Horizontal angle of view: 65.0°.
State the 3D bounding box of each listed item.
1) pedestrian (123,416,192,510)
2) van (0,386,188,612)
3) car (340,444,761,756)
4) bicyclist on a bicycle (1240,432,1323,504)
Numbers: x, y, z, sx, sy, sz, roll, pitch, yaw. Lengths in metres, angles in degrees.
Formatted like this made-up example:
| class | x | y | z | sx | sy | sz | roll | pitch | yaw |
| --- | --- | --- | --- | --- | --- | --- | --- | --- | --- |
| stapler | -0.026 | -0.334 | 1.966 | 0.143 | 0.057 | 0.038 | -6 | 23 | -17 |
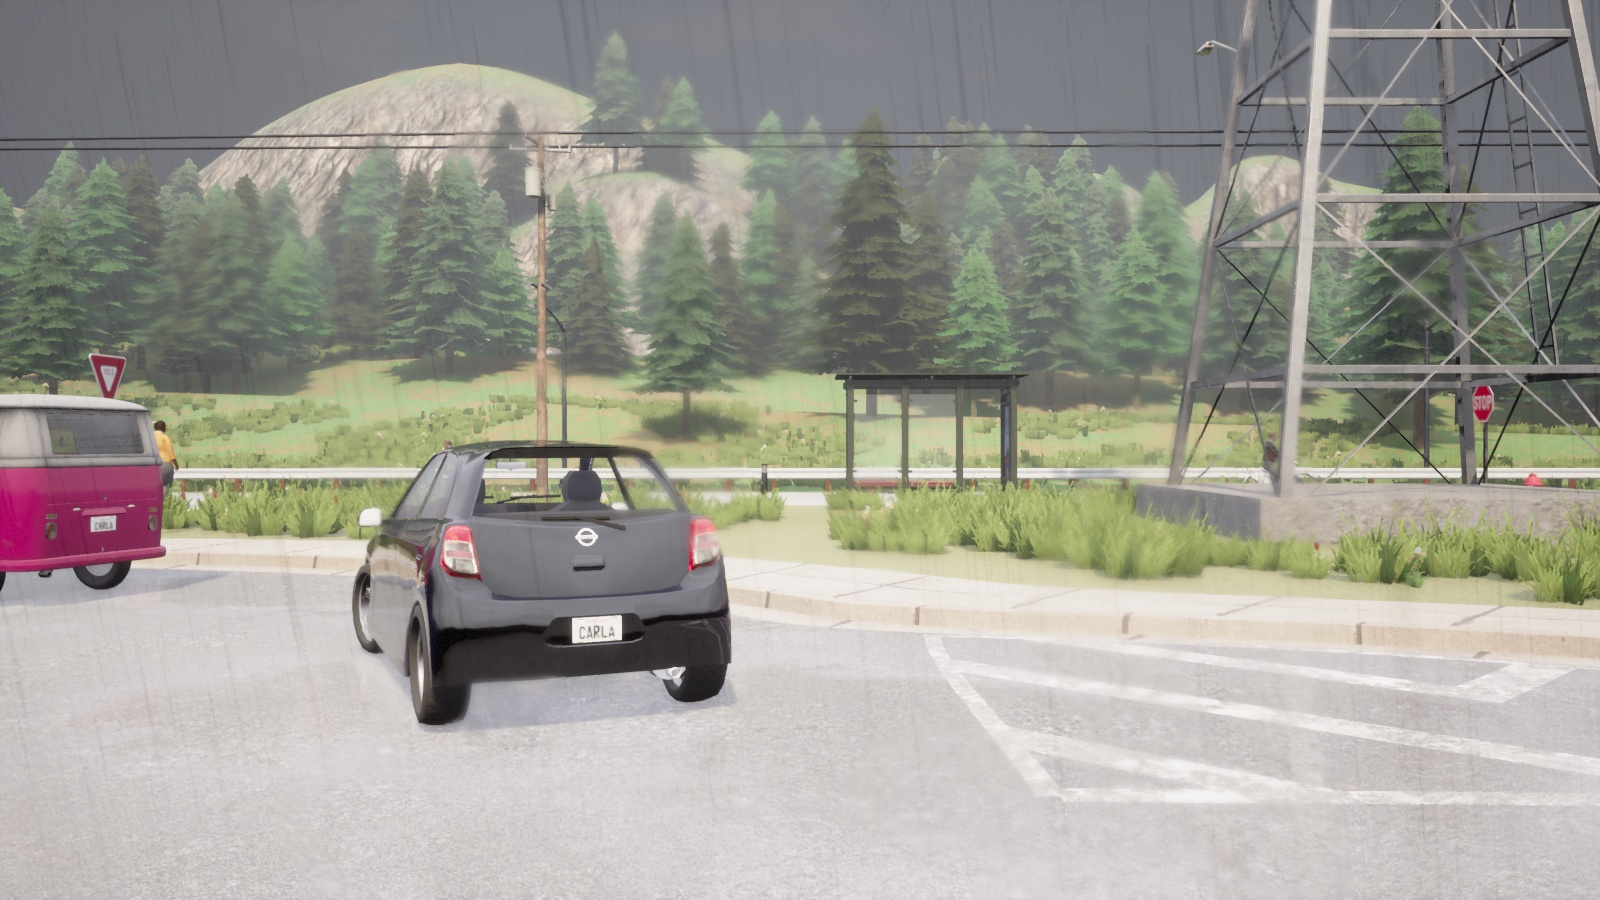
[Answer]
| class | x | y | z | sx | sy | sz | roll | pitch | yaw |
| --- | --- | --- | --- | --- | --- | --- | --- | --- | --- |
| pedestrian | -12.909 | 0.249 | 25.250 | 0.874 | 1.855 | 0.900 | 0 | 0 | 7 |
| van | -8.610 | 0.422 | 12.534 | 4.442 | 1.987 | 1.775 | 0 | 0 | 16 |
| car | -1.817 | 0.713 | 8.088 | 1.845 | 1.501 | 3.633 | 0 | 0 | -25 |
| bicyclist on a bicycle | 12.133 | 0.448 | 31.649 | 1.843 | 1.776 | 0.659 | 0 | 0 | 1 |
